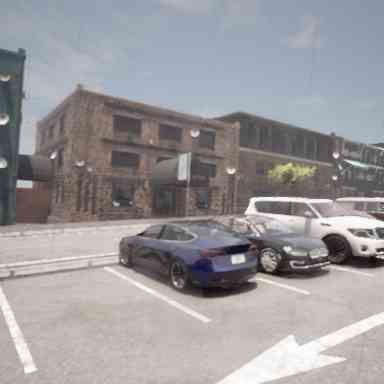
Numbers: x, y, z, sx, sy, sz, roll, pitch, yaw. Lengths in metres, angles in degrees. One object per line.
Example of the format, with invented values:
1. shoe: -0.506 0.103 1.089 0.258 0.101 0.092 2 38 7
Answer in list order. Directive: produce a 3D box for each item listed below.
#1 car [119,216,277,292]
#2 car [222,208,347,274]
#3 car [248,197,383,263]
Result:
1. car: -0.330 1.497 9.145 2.163 1.488 4.792 0 0 -35
2. car: 1.978 1.472 10.726 2.231 1.521 4.892 0 0 -35
3. car: 4.300 1.226 12.305 2.435 2.045 5.566 0 0 -35
